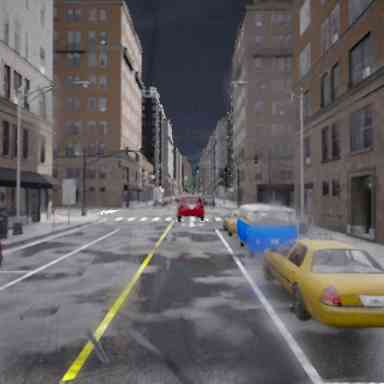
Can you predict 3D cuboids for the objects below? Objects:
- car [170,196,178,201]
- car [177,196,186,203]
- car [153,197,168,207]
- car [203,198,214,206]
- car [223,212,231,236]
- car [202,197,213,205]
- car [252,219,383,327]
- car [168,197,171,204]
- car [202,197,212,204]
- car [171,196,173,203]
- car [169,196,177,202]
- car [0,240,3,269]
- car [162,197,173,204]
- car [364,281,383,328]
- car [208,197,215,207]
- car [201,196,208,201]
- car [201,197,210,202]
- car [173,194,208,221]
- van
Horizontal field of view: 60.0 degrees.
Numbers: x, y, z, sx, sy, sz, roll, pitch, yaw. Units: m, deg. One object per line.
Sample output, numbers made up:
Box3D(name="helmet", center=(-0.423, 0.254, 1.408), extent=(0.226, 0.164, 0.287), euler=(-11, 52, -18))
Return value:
Box3D(name="car", center=(-5.020, 1.878, 94.781), extent=(1.947, 1.339, 4.313), euler=(1, 0, 1))
Box3D(name="car", center=(-2.409, 1.756, 76.352), extent=(1.837, 1.490, 4.892), euler=(0, 0, 1))
Box3D(name="car", center=(-5.523, 1.773, 56.079), extent=(1.802, 1.307, 4.206), euler=(1, 0, 1))
Box3D(name="car", center=(3.074, 1.752, 61.503), extent=(1.887, 1.381, 4.507), euler=(1, 0, 1))
Box3D(name="car", center=(2.680, 1.590, 18.479), extent=(1.752, 1.417, 4.829), euler=(1, 0, 0))
Box3D(name="car", center=(3.146, 1.776, 67.033), extent=(2.008, 1.369, 4.403), euler=(1, 0, 1))
Box3D(name="car", center=(2.678, 1.551, 7.132), extent=(1.752, 1.417, 4.829), euler=(1, 0, 0))
Box3D(name="car", center=(-5.451, 1.775, 61.608), extent=(1.947, 1.339, 4.313), euler=(1, 0, 1))
Box3D(name="car", center=(3.218, 1.788, 72.563), extent=(1.887, 1.381, 4.507), euler=(1, 0, 1))
Box3D(name="car", center=(-5.379, 1.777, 67.137), extent=(2.008, 1.369, 4.403), euler=(1, 0, 1))
Box3D(name="car", center=(-5.094, 1.820, 89.082), extent=(1.752, 1.417, 4.829), euler=(1, 0, 1))
Box3D(name="car", center=(-5.848, 1.569, 6.967), extent=(1.887, 1.381, 4.507), euler=(1, 0, 0))
Box3D(name="car", center=(-5.307, 1.789, 72.666), extent=(1.887, 1.381, 4.507), euler=(1, 0, 1))
Box3D(name="car", center=(2.676, 1.587, 1.289), extent=(1.802, 1.307, 4.206), euler=(1, 0, 0))
Box3D(name="car", center=(3.002, 1.756, 55.973), extent=(1.947, 1.339, 4.313), euler=(1, 0, 1))
Box3D(name="car", center=(3.505, 1.861, 94.684), extent=(2.008, 1.369, 4.403), euler=(1, 0, 1))
Box3D(name="car", center=(3.361, 1.843, 83.624), extent=(1.947, 1.339, 4.313), euler=(1, 0, 1))
Box3D(name="car", center=(-0.229, 1.323, 28.566), extent=(2.150, 2.045, 5.566), euler=(0, 0, -5))
Box3D(name="van", center=(2.681, 1.385, 12.637), extent=(1.690, 1.788, 3.998), euler=(1, 0, 0))
